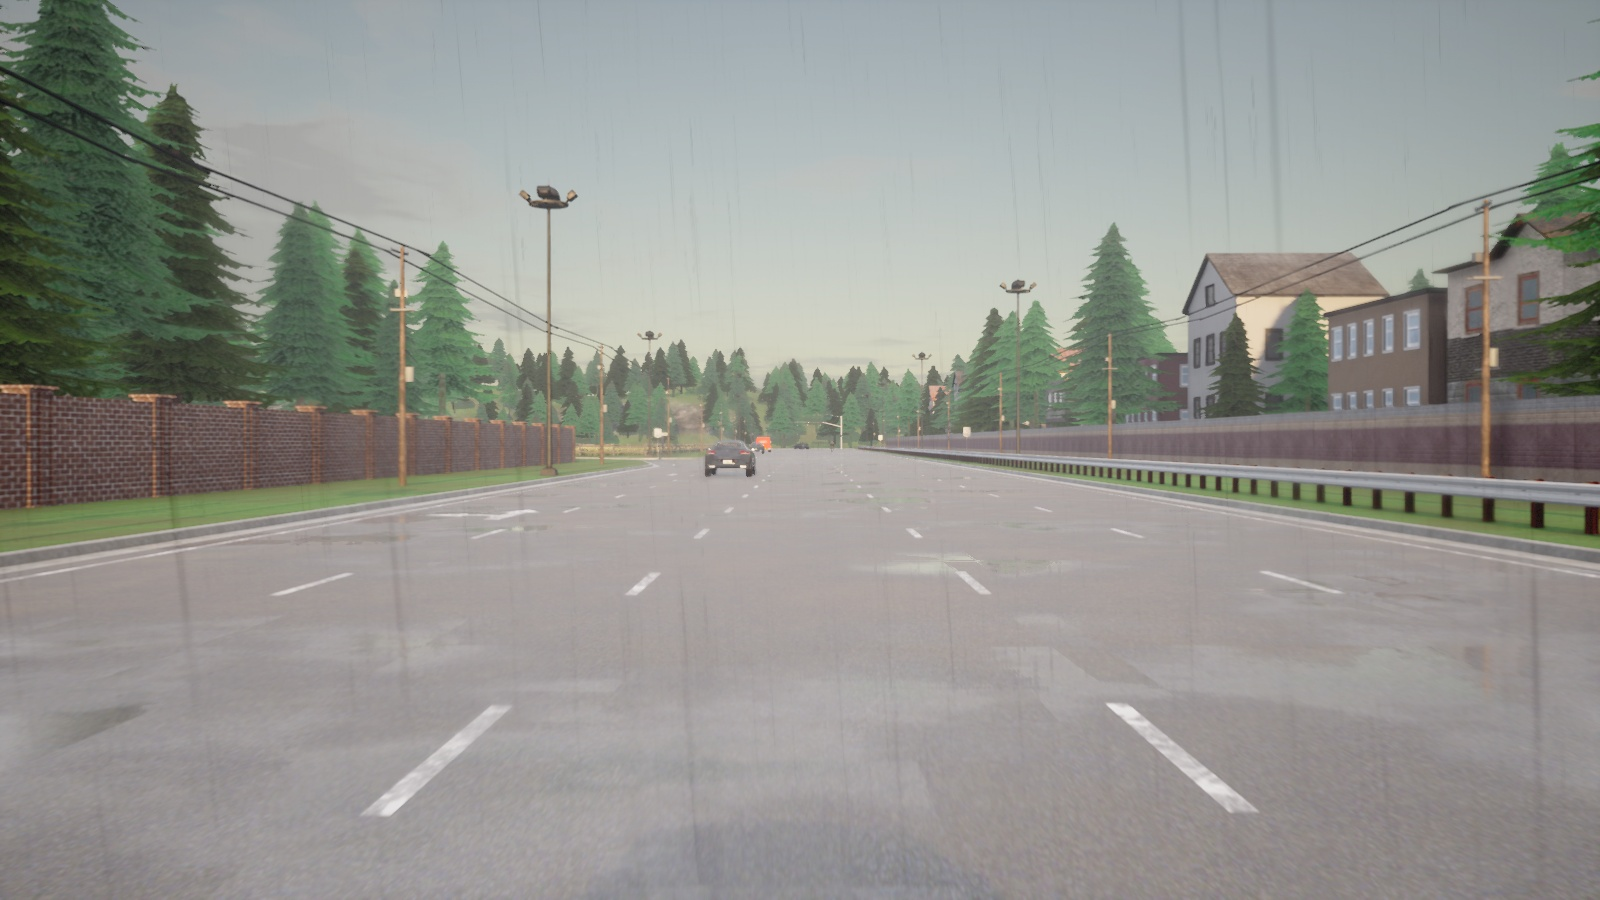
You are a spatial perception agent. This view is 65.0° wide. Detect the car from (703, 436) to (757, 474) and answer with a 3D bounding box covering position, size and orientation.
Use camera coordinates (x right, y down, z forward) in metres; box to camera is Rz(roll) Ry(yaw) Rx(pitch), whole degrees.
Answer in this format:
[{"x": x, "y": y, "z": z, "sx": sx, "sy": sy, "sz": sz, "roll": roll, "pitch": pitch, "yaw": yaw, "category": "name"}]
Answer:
[{"x": -3.156, "y": 0.199, "z": 57.450, "sx": 2.152, "sy": 1.651, "sz": 5.027, "roll": 0, "pitch": 0, "yaw": 0, "category": "car"}]
